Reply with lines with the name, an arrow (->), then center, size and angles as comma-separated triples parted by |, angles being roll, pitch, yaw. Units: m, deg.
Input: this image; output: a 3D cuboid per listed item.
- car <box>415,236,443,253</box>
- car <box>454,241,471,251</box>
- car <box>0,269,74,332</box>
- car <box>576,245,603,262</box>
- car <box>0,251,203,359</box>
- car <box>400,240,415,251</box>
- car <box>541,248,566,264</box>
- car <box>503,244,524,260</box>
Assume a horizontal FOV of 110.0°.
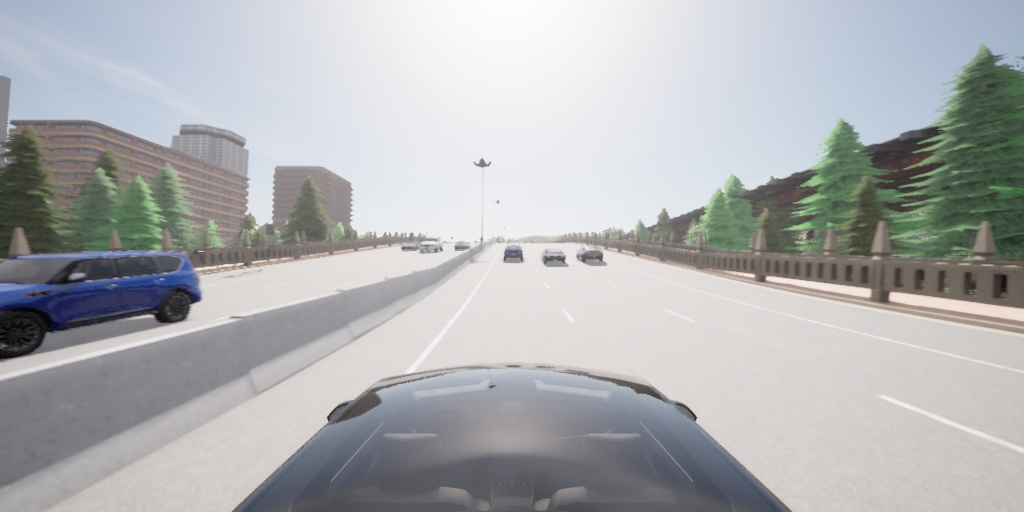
car -> -10.463, -1.547, 46.765 | 2.150, 2.045, 5.566 | 0, 5, 1
car -> -6.941, -1.483, 50.632 | 1.994, 1.385, 4.181 | 0, 4, 1
car -> -14.081, 1.190, 8.192 | 2.128, 1.511, 4.902 | 0, 1, 0
car -> 7.129, -0.276, 33.254 | 2.128, 1.511, 4.902 | 0, 4, 1
car -> -10.581, 0.913, 8.663 | 2.150, 2.045, 5.566 | 0, 1, 0
car -> -13.936, -1.466, 50.144 | 2.033, 1.411, 5.357 | 0, 4, 1
car -> 3.616, -0.079, 32.023 | 1.895, 1.301, 4.718 | 0, 4, 1
car -> 0.151, -0.476, 35.739 | 1.882, 1.535, 5.008 | 0, 4, 0
